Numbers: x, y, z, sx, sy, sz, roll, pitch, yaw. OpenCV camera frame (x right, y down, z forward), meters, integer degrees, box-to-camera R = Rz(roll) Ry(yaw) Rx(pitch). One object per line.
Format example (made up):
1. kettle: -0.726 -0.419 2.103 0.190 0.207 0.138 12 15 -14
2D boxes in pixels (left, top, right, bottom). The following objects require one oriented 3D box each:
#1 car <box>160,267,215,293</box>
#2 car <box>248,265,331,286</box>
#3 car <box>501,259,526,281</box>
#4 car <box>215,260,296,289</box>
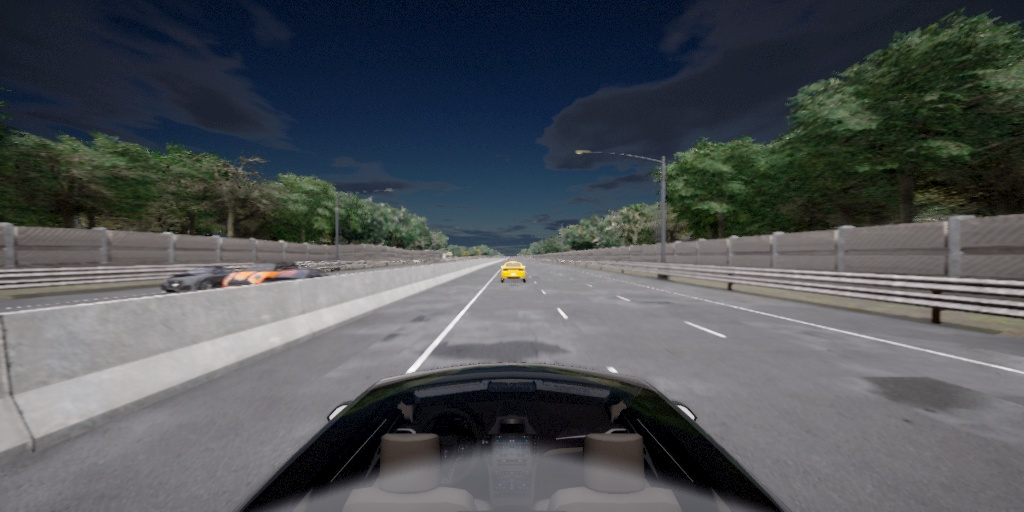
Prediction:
1. car: -17.582 1.320 20.708 1.994 1.385 4.181 0 0 0
2. car: -10.586 1.319 17.981 1.994 1.385 4.181 0 0 0
3. car: 0.106 1.236 29.855 1.882 1.535 5.008 0 0 0
4. car: -14.081 1.107 20.676 2.097 1.767 4.553 0 0 0
